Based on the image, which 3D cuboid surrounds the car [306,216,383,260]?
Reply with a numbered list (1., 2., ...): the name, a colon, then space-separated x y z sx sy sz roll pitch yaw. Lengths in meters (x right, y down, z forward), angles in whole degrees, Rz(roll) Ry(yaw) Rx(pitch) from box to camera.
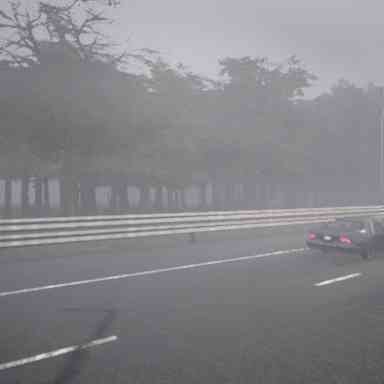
1. car: 6.680 1.637 12.826 5.357 1.411 2.033 0 0 -35
